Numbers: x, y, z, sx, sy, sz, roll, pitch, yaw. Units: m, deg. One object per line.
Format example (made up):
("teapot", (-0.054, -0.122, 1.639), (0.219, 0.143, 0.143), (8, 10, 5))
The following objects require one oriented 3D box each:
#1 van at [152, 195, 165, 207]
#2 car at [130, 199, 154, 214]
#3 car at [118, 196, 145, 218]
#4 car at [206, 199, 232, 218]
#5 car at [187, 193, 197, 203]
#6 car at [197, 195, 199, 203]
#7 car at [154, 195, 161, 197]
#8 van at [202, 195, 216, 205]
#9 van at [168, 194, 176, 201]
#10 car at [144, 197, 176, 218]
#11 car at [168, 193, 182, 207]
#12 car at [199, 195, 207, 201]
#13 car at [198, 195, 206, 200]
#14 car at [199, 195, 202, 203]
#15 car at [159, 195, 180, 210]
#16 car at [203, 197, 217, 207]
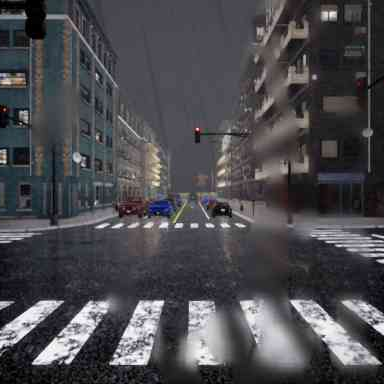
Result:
("van", (-5.234, 1.326, 52.396), (1.690, 1.788, 3.998), (0, 0, 0))
("car", (-5.260, 1.538, 35.740), (1.887, 1.381, 4.507), (0, 0, 0))
("car", (-5.268, 1.311, 30.188), (2.192, 1.841, 5.009), (0, 0, 0))
("car", (2.612, 1.562, 30.177), (1.947, 1.339, 4.313), (0, 0, 0))
("car", (0.204, 1.195, 69.961), (2.150, 2.045, 5.566), (0, 0, 0))
("car", (2.672, 1.525, 69.041), (2.008, 1.369, 4.403), (0, 0, 0))
("car", (-5.242, 1.532, 46.845), (1.887, 1.381, 4.507), (0, 0, 0))
("van", (2.638, 1.329, 46.833), (1.690, 1.788, 3.998), (0, 0, 0))
("van", (-5.183, 1.300, 85.708), (1.690, 1.788, 3.998), (0, 0, 0))
("car", (-2.806, 1.473, 30.127), (1.882, 1.535, 5.008), (0, 0, 0))
("car", (-2.760, 1.207, 51.083), (2.150, 2.045, 5.566), (0, 0, 1))
("car", (2.697, 1.504, 85.697), (1.887, 1.381, 4.507), (0, 0, 0))
("car", (2.705, 1.498, 91.249), (1.887, 1.381, 4.507), (0, 0, 0))
("car", (2.655, 1.421, 57.937), (1.967, 1.590, 4.097), (0, 0, 0))
("car", (-2.785, 1.496, 40.497), (1.837, 1.490, 4.892), (0, 0, 0))
("car", (2.629, 1.573, 41.281), (1.802, 1.307, 4.206), (0, 0, 0))
